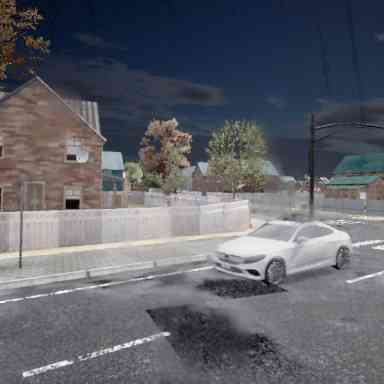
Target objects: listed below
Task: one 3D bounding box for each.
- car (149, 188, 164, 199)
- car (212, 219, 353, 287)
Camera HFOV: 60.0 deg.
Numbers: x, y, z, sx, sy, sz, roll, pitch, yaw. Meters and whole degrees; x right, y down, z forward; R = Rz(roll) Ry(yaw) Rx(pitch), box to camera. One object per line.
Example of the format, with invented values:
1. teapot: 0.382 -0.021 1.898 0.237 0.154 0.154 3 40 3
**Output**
1. car: -6.610 0.335 61.622 2.150 2.045 5.566 1 1 -21
2. car: 2.735 1.532 9.460 4.674 1.442 1.812 0 0 -35
